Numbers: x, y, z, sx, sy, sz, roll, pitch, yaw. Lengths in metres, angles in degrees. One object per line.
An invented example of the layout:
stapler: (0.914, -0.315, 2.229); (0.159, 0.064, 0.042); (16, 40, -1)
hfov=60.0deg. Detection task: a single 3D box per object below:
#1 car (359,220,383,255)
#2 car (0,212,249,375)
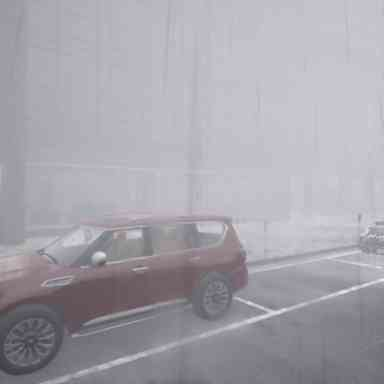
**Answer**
car: (7.973, 1.474, 12.302); (4.097, 1.590, 1.967); (0, 0, -35)
car: (-1.215, 1.321, 5.775); (5.009, 1.841, 2.192); (0, 0, -35)
